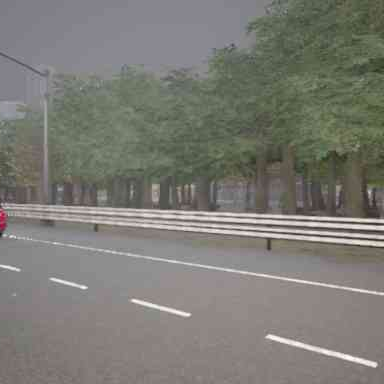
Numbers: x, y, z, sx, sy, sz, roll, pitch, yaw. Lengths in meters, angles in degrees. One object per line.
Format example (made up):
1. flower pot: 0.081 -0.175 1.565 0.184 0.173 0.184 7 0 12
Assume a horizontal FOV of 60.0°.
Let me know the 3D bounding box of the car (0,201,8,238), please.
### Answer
1. car: -11.147 1.233 16.143 5.566 2.045 2.150 0 0 36
